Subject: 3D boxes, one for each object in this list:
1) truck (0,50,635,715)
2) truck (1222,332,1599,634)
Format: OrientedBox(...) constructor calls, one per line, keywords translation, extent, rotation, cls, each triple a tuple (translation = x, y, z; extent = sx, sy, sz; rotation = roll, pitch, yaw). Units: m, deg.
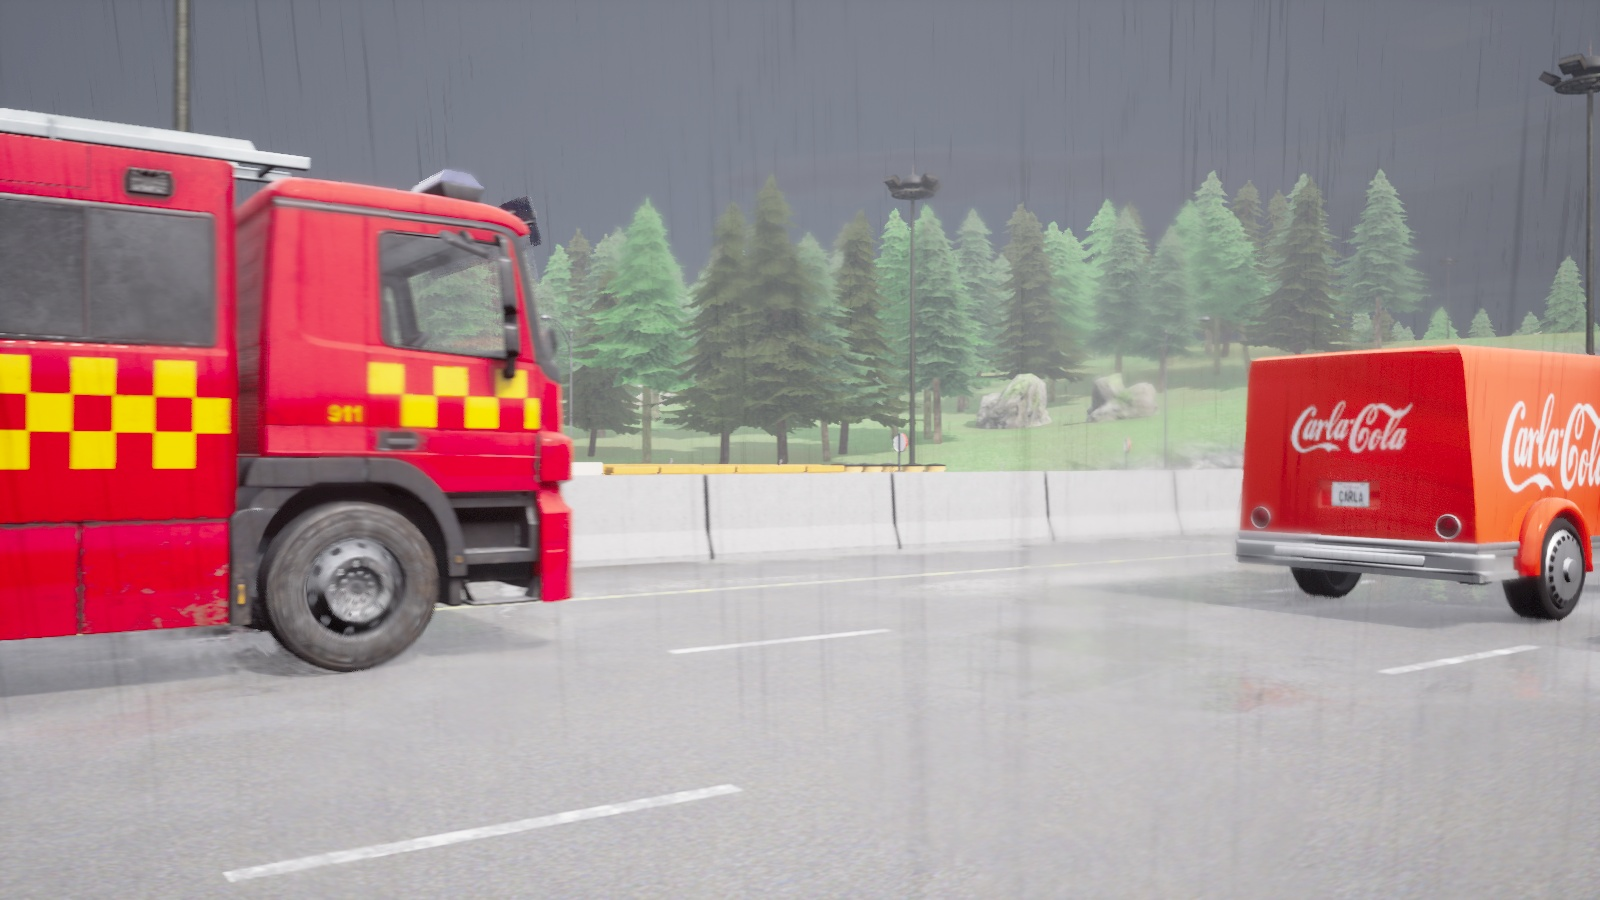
OrientedBox(translation=(-5.560, -0.388, 8.322), extent=(8.468, 3.827, 2.891), rotation=(0, 0, -35), cls="truck")
OrientedBox(translation=(7.070, 0.275, 12.846), extent=(5.204, 2.467, 2.627), rotation=(0, 0, -35), cls="truck")
